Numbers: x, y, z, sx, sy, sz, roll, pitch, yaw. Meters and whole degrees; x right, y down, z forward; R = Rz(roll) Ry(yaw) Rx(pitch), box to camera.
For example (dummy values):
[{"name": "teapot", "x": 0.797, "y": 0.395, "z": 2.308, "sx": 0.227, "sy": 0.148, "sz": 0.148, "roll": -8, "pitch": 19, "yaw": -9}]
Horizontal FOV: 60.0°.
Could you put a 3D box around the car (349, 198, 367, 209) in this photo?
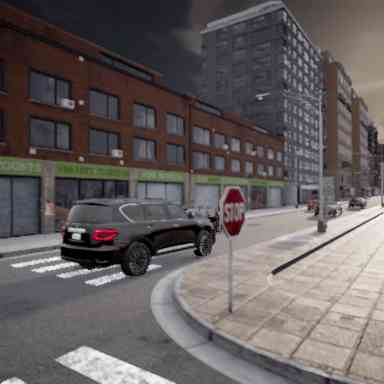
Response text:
[{"name": "car", "x": 23.263, "y": 1.550, "z": 46.636, "sx": 1.837, "sy": 1.490, "sz": 4.892, "roll": 0, "pitch": 0, "yaw": 34}]

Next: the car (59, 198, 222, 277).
[{"name": "car", "x": -1.393, "y": 1.214, "z": 10.575, "sx": 2.150, "sy": 2.045, "sz": 5.566, "roll": 0, "pitch": 0, "yaw": 34}]

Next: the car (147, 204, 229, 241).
[{"name": "car", "x": -0.014, "y": 1.501, "z": 17.825, "sx": 1.882, "sy": 1.535, "sz": 5.008, "roll": 0, "pitch": 0, "yaw": 34}]

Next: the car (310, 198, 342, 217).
[{"name": "car", "x": 12.979, "y": 1.569, "z": 31.618, "sx": 1.812, "sy": 1.442, "sz": 4.674, "roll": 0, "pitch": 0, "yaw": 34}]

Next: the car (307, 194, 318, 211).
[{"name": "car", "x": 15.881, "y": 1.291, "z": 40.992, "sx": 2.150, "sy": 2.045, "sz": 5.566, "roll": 0, "pitch": 0, "yaw": 35}]
